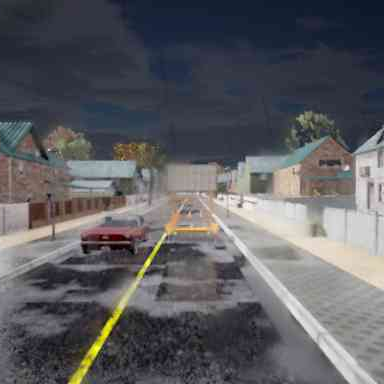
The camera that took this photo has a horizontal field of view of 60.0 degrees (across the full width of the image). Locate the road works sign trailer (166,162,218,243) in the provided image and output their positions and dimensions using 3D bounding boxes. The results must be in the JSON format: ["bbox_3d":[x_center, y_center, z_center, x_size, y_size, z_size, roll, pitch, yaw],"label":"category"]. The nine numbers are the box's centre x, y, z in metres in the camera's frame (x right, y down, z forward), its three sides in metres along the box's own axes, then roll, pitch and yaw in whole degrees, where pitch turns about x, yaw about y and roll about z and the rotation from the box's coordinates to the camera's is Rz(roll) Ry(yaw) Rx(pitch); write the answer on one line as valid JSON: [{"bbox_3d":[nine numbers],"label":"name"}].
[{"bbox_3d":[0.001,0.399,15.672,2.380,3.560,2.880,0,0,0],"label":"road works sign trailer"}]

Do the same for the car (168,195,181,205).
[{"bbox_3d":[-2.813,1.264,54.588,1.837,1.490,4.892,0,0,0],"label":"car"}]

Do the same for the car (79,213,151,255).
[{"bbox_3d":[-2.848,1.546,13.195,1.895,1.301,4.718,0,0,0],"label":"car"}]
